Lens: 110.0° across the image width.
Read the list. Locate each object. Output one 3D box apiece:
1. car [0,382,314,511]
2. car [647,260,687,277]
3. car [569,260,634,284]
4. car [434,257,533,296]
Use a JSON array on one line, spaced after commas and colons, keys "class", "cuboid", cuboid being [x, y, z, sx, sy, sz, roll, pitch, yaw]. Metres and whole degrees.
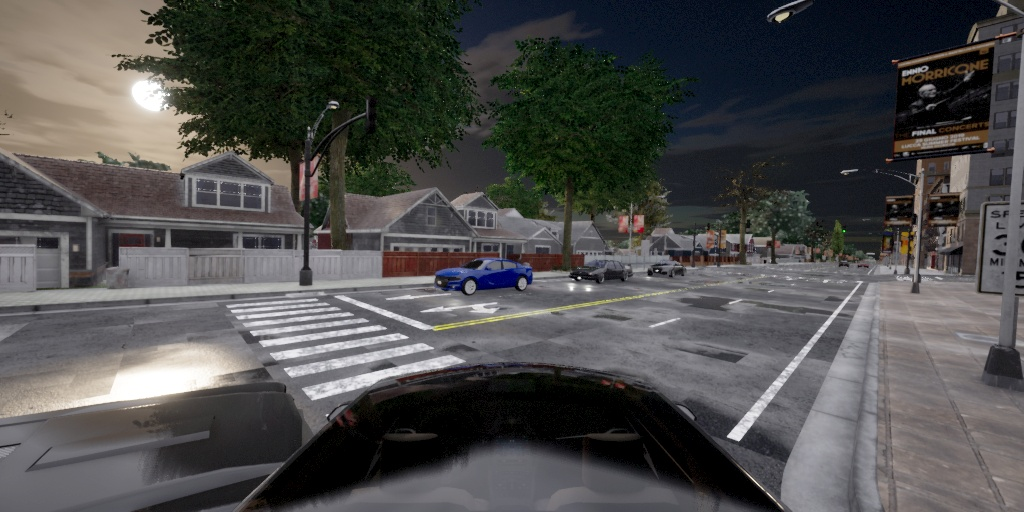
[{"class": "car", "cuboid": [-3.306, 1.294, 1.232, 4.718, 1.301, 1.895, 1, 2, -34]}, {"class": "car", "cuboid": [13.135, 1.020, 30.325, 4.181, 1.385, 1.994, 0, 2, -45]}, {"class": "car", "cuboid": [5.965, 0.949, 23.375, 5.357, 1.411, 2.033, 0, 2, -44]}, {"class": "car", "cuboid": [-1.173, 0.828, 16.427, 5.008, 1.535, 1.882, 0, 2, -44]}]
